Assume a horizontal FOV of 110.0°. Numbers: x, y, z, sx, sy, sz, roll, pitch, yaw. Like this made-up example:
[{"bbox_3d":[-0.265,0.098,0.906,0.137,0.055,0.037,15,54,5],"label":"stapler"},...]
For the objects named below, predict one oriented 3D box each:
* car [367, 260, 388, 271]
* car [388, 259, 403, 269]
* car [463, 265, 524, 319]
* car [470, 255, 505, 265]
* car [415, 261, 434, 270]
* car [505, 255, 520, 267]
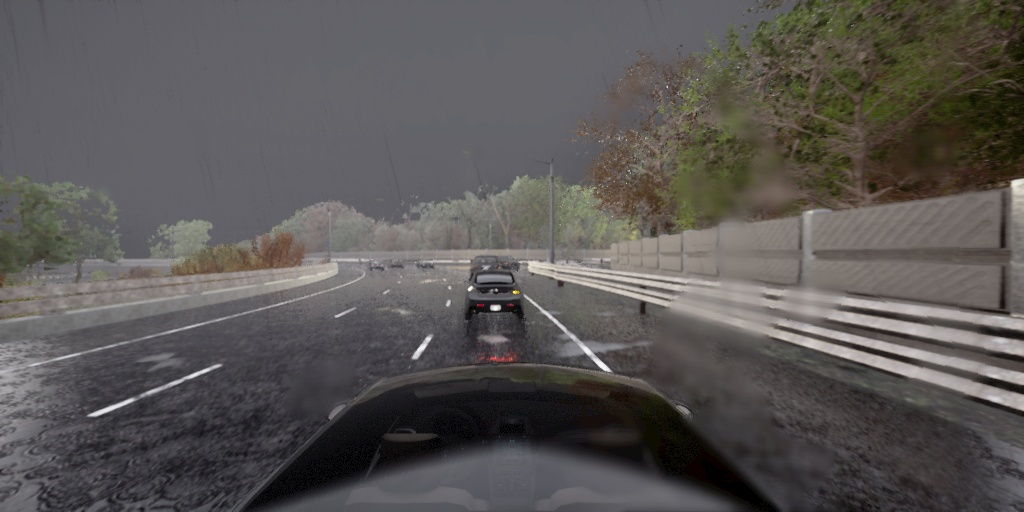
[{"bbox_3d":[-19.026,1.301,49.828,2.033,1.411,5.357,0,0,-27],"label":"car"},{"bbox_3d":[-18.135,1.248,55.457,1.837,1.490,4.892,0,0,-29],"label":"car"},{"bbox_3d":[-0.673,1.242,12.726,1.837,1.490,4.892,0,0,-5],"label":"car"},{"bbox_3d":[-1.922,0.943,26.842,2.150,2.045,5.566,0,0,-4],"label":"car"},{"bbox_3d":[-13.125,1.327,53.588,1.895,1.301,4.718,0,0,-27],"label":"car"},{"bbox_3d":[-0.694,0.915,43.266,2.150,2.045,5.566,-1,0,17],"label":"car"}]
